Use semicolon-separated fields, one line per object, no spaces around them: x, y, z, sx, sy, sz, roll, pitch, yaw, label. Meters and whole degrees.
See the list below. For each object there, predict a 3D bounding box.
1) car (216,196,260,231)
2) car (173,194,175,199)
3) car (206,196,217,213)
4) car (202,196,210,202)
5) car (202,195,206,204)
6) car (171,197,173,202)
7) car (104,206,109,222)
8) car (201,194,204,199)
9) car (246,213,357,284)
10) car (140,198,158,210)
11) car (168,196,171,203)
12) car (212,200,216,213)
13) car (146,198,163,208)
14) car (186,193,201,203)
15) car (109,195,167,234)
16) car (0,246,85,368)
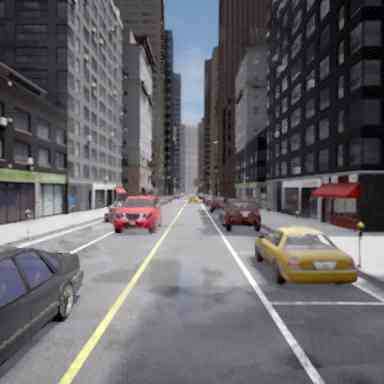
2.936;1.346;20.615;2.192;1.841;5.009;0;0;0;car
-5.342;1.590;71.492;1.887;1.381;4.507;0;0;0;car
3.018;1.360;37.566;2.192;1.841;5.009;0;0;0;car
3.211;1.675;77.109;1.802;1.307;4.206;0;0;0;car
3.101;1.607;54.511;1.887;1.381;4.507;0;0;0;car
-5.369;1.619;65.843;1.802;1.307;4.206;0;0;0;car
-5.561;1.436;26.301;1.967;1.590;4.097;0;0;0;car
3.157;1.659;65.810;1.802;1.307;4.206;0;0;0;car
2.883;1.546;9.486;1.752;1.417;4.829;0;0;0;car
-5.479;1.536;43.078;1.752;1.417;4.829;0;0;0;car
-5.397;1.470;60.194;1.967;1.590;4.097;0;0;0;car
2.965;1.586;26.264;2.008;1.369;4.403;0;0;0;car
-5.451;1.583;48.897;1.947;1.339;4.313;0;0;0;car
0.325;1.420;69.228;1.882;1.535;5.008;0;0;0;car
-2.994;1.222;19.633;2.150;2.045;5.566;0;0;1;car
-3.091;1.537;4.524;2.033;1.411;5.357;0;0;0;car
